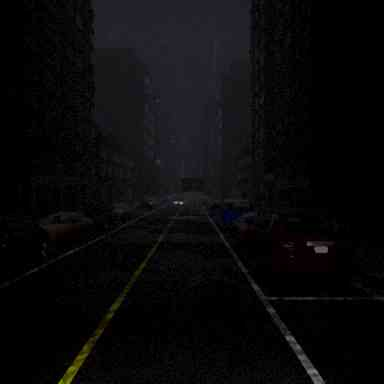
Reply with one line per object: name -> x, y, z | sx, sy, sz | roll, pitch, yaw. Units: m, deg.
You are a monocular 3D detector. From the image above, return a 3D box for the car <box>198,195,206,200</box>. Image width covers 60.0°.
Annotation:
car -> 2.752, 1.563, 92.037 | 1.887, 1.381, 4.507 | -1, 0, 0

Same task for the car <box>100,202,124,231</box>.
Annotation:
car -> -5.771, 1.553, 20.469 | 1.947, 1.339, 4.313 | -1, 0, 0

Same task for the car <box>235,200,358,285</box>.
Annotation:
car -> 2.750, 1.308, 9.460 | 2.192, 1.841, 5.009 | -1, 0, 0

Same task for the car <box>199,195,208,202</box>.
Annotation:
car -> 2.752, 1.554, 81.026 | 1.887, 1.381, 4.507 | -1, 0, 0

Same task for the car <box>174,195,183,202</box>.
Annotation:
car -> -3.000, 1.502, 76.733 | 2.033, 1.411, 5.357 | 0, 0, 0

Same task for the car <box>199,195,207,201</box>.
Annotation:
car -> 2.752, 1.559, 86.531 | 1.887, 1.381, 4.507 | -1, 0, 0

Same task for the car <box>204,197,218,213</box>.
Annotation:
car -> 2.753, 1.536, 36.985 | 2.008, 1.369, 4.403 | -1, 0, 0

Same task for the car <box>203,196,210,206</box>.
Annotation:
car -> 2.753, 1.532, 42.490 | 1.887, 1.381, 4.507 | -1, 0, 0

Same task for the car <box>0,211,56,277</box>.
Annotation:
car -> -5.773, 1.433, 9.460 | 1.967, 1.590, 4.097 | -1, 0, 0

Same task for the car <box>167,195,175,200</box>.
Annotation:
car -> -5.773, 1.563, 92.037 | 1.887, 1.381, 4.507 | -1, 0, 0

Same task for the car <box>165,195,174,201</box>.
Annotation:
car -> -5.773, 1.565, 86.531 | 2.008, 1.369, 4.403 | -1, 0, 0

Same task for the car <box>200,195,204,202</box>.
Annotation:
car -> 2.751, 1.431, 53.501 | 1.967, 1.590, 4.097 | -1, 0, 0

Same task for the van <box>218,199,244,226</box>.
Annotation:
van -> 2.751, 1.328, 20.469 | 1.690, 1.788, 3.998 | -1, 0, 0

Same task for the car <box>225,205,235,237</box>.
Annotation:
car -> 2.753, 1.515, 15.135 | 1.752, 1.417, 4.829 | -1, 0, 0

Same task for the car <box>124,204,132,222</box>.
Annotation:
car -> -5.772, 1.511, 25.805 | 1.752, 1.417, 4.829 | -1, 0, 0

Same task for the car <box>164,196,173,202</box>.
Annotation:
car -> -5.772, 1.575, 81.026 | 1.947, 1.339, 4.313 | -1, 0, 0

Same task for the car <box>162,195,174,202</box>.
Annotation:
car -> -5.774, 1.445, 75.521 | 1.967, 1.590, 4.097 | -1, 0, 0

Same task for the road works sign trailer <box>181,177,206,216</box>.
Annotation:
road works sign trailer -> 0.079, 0.418, 32.085 | 2.380, 3.560, 2.880 | 2, 0, -2

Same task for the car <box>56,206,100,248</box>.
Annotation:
car -> -5.772, 1.515, 14.794 | 1.752, 1.417, 4.829 | -1, 0, 0

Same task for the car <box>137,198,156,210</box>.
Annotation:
car -> -5.773, 1.427, 42.490 | 1.967, 1.590, 4.097 | -1, 0, 0
